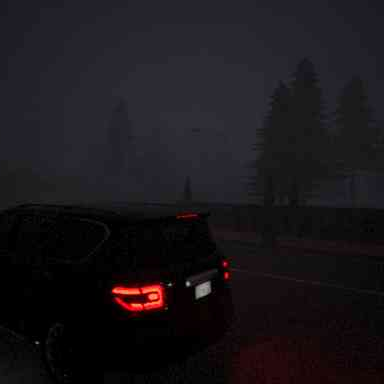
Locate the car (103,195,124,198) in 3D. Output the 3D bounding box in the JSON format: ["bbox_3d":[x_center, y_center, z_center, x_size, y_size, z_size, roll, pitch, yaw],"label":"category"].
[{"bbox_3d":[-9.140,1.121,36.726,2.128,1.511,4.902,1,1,38],"label":"car"}]

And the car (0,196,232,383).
[{"bbox_3d":[-2.046,1.177,5.400,5.566,2.045,2.150,1,1,36],"label":"car"}]

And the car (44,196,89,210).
[{"bbox_3d":[-13.694,1.142,36.544,1.994,1.385,4.181,1,1,38],"label":"car"}]

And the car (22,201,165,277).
[{"bbox_3d":[-3.293,1.259,10.682,4.553,1.767,2.097,1,1,37],"label":"car"}]
